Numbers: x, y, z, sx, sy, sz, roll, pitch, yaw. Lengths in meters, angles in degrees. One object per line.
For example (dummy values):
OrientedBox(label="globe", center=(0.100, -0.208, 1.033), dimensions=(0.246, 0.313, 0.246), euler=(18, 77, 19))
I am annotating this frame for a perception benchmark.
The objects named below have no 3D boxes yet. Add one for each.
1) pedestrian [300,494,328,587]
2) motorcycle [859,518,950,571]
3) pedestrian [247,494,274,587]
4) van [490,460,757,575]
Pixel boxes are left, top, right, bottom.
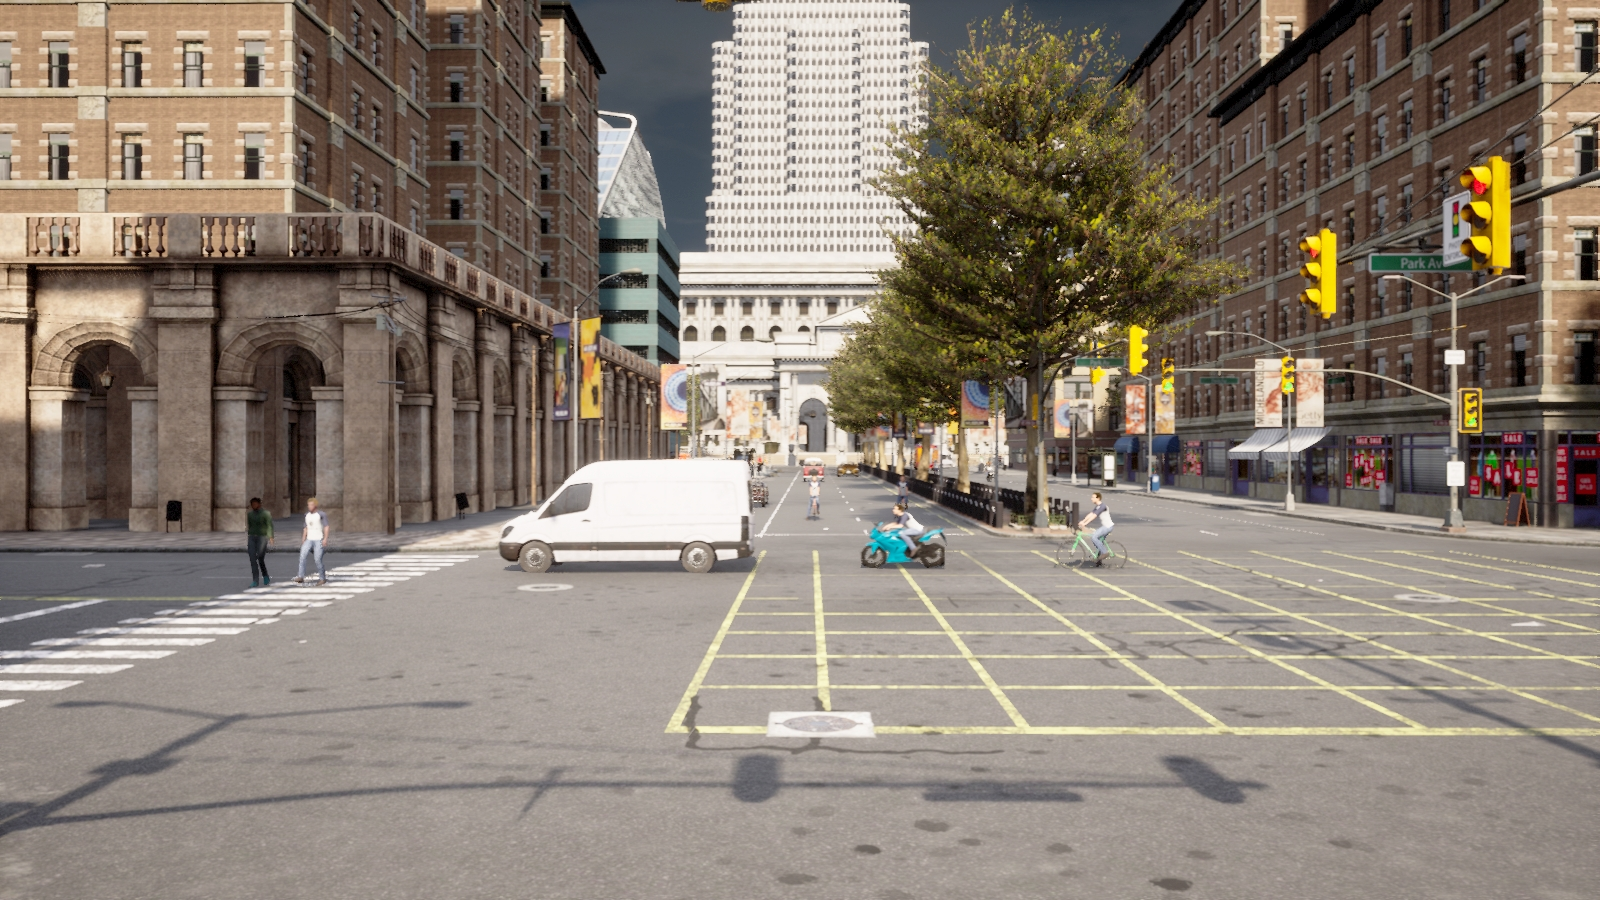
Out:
OrientedBox(label="pedestrian", center=(-9.912, 1.836, 23.299), dimensions=(0.375, 1.860, 0.375), euler=(0, 0, 11))
OrientedBox(label="motorcycle", center=(2.422, 2.197, 26.665), dimensions=(2.033, 1.145, 0.803), euler=(-1, 0, 0))
OrientedBox(label="pedestrian", center=(-11.012, 1.836, 23.312), dimensions=(0.375, 1.860, 0.375), euler=(0, 0, 0))
OrientedBox(label="van", center=(-4.019, 1.521, 26.710), dimensions=(5.915, 2.561, 1.988), euler=(0, 0, 0))
